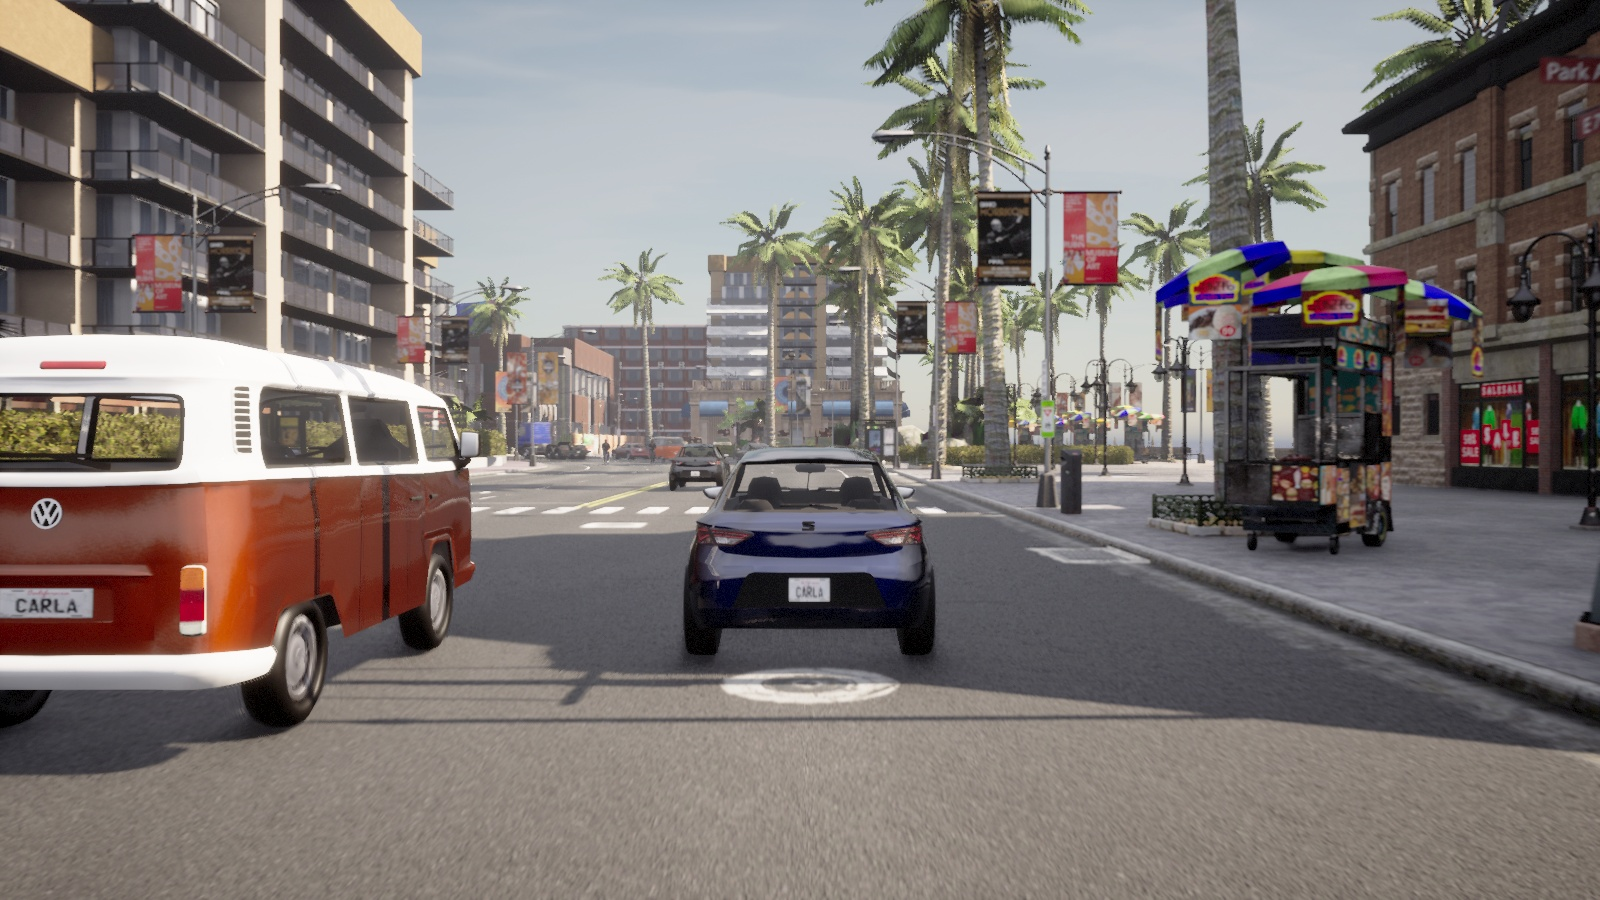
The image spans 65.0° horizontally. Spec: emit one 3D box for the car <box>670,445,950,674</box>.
[{"bbox_3d":[0.074,0.702,10.252,1.816,1.474,4.193,0,0,0],"label":"car"}]

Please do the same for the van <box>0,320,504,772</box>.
[{"bbox_3d":[-3.440,0.423,7.906,2.069,2.038,4.480,0,0,0],"label":"van"}]

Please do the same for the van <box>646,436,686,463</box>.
[{"bbox_3d":[-10.327,-0.054,96.568,1.775,1.987,4.442,0,0,-24],"label":"van"}]

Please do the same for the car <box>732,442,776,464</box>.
[{"bbox_3d":[-3.262,0.193,88.195,2.007,1.525,4.514,0,0,-16],"label":"car"}]

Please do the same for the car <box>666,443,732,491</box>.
[{"bbox_3d":[-3.250,0.525,41.223,1.816,1.474,4.193,0,0,0],"label":"car"}]
